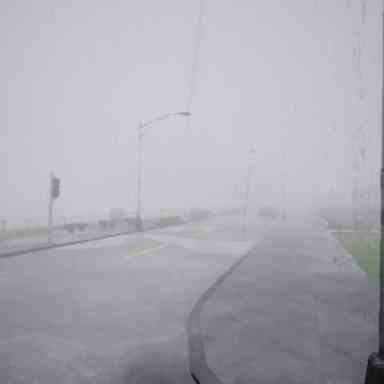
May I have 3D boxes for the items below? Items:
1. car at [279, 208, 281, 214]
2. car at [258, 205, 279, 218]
[{"bbox_3d":[12.792,2.807,51.927,2.033,1.411,5.357,1,-1,18],"label":"car"},{"bbox_3d":[9.598,2.514,42.193,1.837,1.490,4.892,1,-1,19],"label":"car"}]
